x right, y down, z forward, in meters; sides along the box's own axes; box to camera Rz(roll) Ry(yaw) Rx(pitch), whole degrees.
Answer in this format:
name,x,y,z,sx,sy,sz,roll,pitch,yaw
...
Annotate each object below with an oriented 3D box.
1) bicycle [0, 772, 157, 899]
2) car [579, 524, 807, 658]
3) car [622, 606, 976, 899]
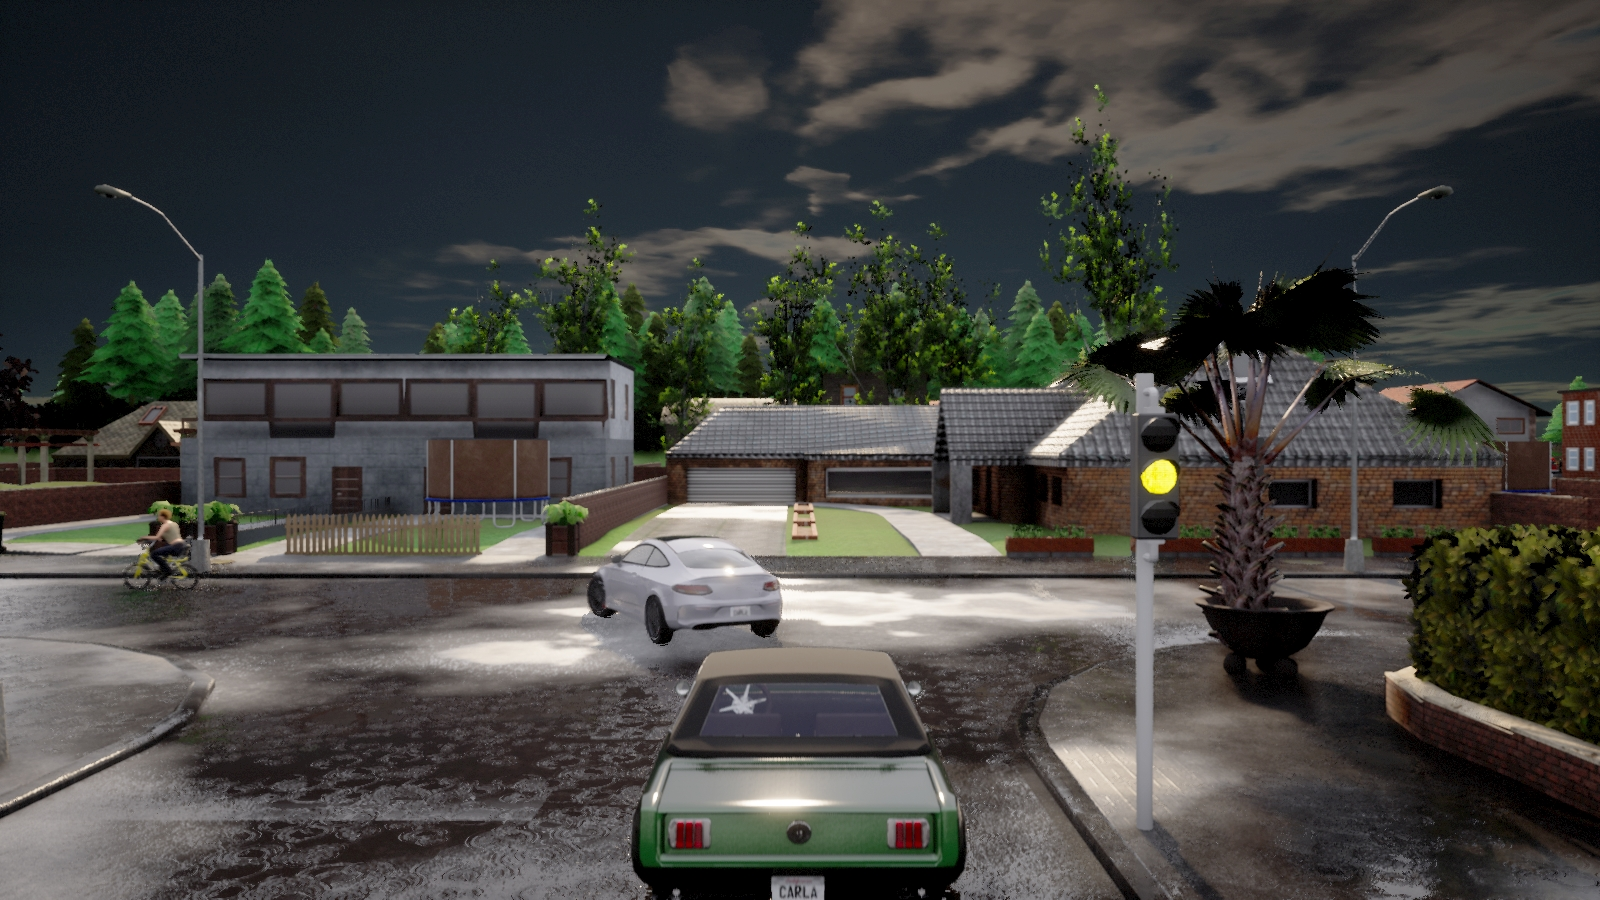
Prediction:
name,x,y,z,sx,sy,sz,roll,pitch,yaw
bicycle,-2.781,2.050,3.752,0.329,1.471,1.835,0,0,-1
car,-1.830,2.044,17.776,2.002,1.442,4.674,0,0,-26
car,-0.012,2.136,8.484,1.895,1.301,4.718,0,0,0
